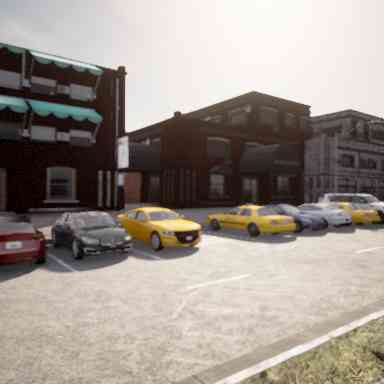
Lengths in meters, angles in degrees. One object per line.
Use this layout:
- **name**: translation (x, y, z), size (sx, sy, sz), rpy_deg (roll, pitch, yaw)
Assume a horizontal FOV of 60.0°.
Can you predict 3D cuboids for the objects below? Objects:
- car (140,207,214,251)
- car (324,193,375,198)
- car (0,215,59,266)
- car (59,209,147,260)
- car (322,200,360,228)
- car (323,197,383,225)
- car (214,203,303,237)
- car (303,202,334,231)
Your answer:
- **car**: translation (-1.550, 1.421, 14.233), size (2.097, 1.535, 5.008), rpy_deg (-1, 0, -35)
- **car**: translation (11.952, 1.133, 23.784), size (2.435, 2.045, 5.566), rpy_deg (0, 0, -35)
- **car**: translation (-6.196, 1.496, 10.962), size (2.163, 1.488, 4.792), rpy_deg (-1, 0, -35)
- **car**: translation (-3.917, 1.445, 12.553), size (2.231, 1.521, 4.892), rpy_deg (-1, 0, -35)
- **car**: translation (7.410, 1.409, 20.589), size (2.002, 1.452, 4.674), rpy_deg (0, 0, -35)
- **car**: translation (9.562, 1.371, 22.349), size (1.946, 1.575, 5.366), rpy_deg (0, 0, -35)
- **car**: translation (2.876, 1.380, 17.598), size (1.946, 1.575, 5.366), rpy_deg (0, 0, -35)
- **car**: translation (5.240, 1.412, 19.054), size (2.002, 1.452, 4.674), rpy_deg (0, 0, -35)
